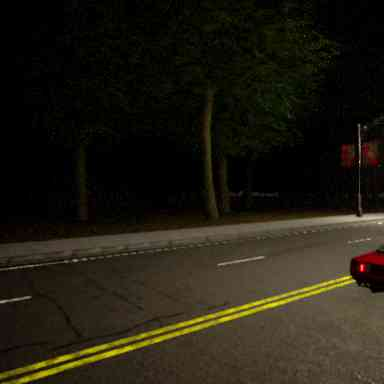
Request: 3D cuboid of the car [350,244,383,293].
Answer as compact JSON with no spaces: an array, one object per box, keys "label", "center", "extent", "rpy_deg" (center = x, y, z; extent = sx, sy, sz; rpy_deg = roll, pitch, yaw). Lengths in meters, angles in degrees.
[{"label":"car","center":[5.658,1.558,7.476],"extent":[4.718,1.301,1.895],"rpy_deg":[0,0,-36]}]
